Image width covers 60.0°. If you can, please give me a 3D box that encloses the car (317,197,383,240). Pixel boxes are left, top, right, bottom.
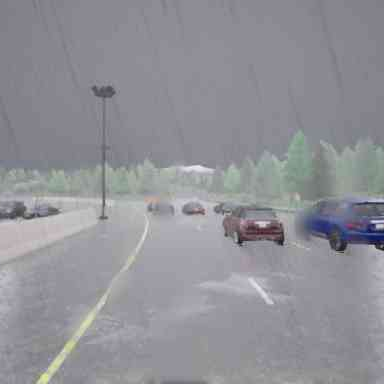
[{"bbox_3d":[9.609,1.368,19.397,2.150,2.045,5.566,0,0,-5],"label":"car"}]

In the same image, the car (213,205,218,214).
[{"bbox_3d":[3.776,1.819,36.477,2.033,1.411,5.357,0,0,-11],"label":"car"}]

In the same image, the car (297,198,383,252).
[{"bbox_3d":[6.509,1.329,14.518,2.150,2.045,5.566,0,0,-4],"label":"car"}]

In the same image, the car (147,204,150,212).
[{"bbox_3d":[-4.756,1.925,43.433,1.895,1.301,4.718,0,0,-12],"label":"car"}]

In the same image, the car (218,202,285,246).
[{"bbox_3d":[2.831,1.473,16.250,2.097,1.767,4.553,0,0,-4],"label":"car"}]

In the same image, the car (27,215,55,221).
[{"bbox_3d":[-12.821,1.779,28.538,1.994,1.385,4.181,0,-1,-8],"label":"car"}]

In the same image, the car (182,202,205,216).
[{"bbox_3d":[0.086,1.839,36.919,1.994,1.385,4.181,0,0,-10],"label":"car"}]

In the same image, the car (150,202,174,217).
[{"bbox_3d":[-2.937,1.732,34.068,1.882,1.535,5.008,0,0,-9],"label":"car"}]

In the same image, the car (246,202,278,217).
[{"bbox_3d":[7.431,1.829,35.606,1.994,1.385,4.181,0,0,-9],"label":"car"}]
